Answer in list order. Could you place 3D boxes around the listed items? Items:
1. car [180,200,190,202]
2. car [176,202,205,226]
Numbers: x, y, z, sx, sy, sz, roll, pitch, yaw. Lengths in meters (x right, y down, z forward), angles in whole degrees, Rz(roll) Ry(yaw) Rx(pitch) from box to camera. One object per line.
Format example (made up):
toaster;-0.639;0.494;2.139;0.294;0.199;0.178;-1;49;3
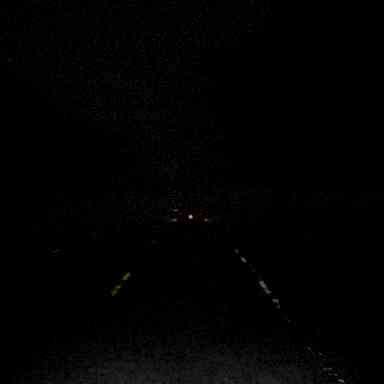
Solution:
car;-0.889;1.731;41.713;1.994;1.385;4.181;0;0;-3
car;-0.134;1.652;24.502;1.994;1.385;4.181;0;0;-1
